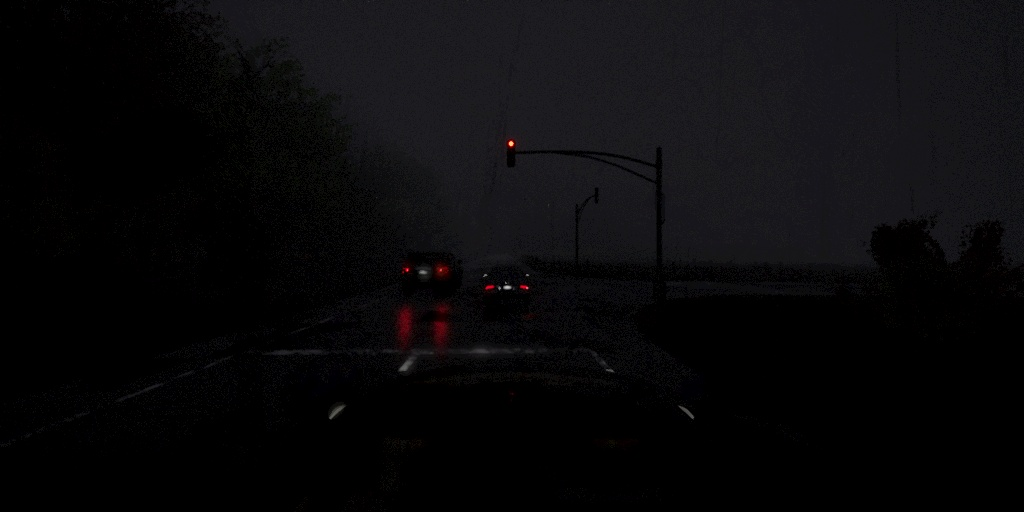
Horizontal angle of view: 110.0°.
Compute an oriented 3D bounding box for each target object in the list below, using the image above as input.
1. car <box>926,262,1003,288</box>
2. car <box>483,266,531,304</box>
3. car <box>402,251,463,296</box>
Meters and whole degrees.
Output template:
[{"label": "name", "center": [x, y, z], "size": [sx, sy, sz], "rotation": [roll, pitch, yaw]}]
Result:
[{"label": "car", "center": [30.476, 1.219, 24.691], "size": [4.553, 1.767, 2.097], "rotation": [1, 0, -1]}, {"label": "car", "center": [-0.229, 1.129, 15.192], "size": [2.033, 1.411, 5.357], "rotation": [0, 1, -1]}, {"label": "car", "center": [-3.786, 0.767, 17.778], "size": [2.150, 2.045, 5.566], "rotation": [0, 1, -1]}]
